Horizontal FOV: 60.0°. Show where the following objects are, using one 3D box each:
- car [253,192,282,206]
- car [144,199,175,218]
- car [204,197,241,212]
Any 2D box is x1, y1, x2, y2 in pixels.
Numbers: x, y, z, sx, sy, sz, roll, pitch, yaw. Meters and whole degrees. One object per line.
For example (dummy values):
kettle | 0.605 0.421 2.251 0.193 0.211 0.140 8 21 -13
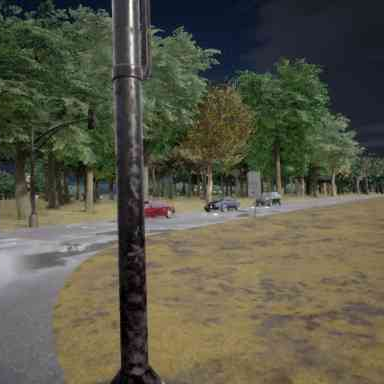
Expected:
car | 9.170 0.788 40.220 2.097 1.767 4.553 -3 -1 37
car | -3.130 1.277 24.057 1.812 1.442 4.674 -3 -1 37
car | 2.959 1.156 32.057 1.994 1.385 4.181 -3 -1 37
